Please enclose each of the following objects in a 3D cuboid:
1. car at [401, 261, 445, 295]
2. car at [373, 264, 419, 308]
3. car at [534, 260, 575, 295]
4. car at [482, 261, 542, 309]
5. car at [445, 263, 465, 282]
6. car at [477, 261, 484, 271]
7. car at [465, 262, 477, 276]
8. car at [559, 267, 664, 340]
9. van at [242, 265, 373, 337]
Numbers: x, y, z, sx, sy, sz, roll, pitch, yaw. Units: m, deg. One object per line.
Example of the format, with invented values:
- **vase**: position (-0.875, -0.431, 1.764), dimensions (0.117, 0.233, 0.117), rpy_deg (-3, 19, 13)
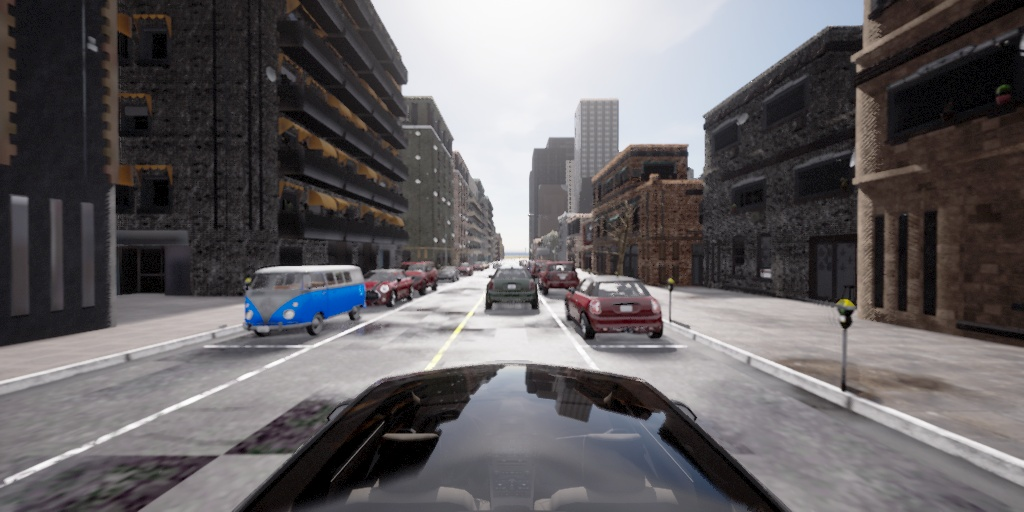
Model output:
- **car**: position (-5.700, 1.241, 21.127), dimensions (2.192, 1.841, 5.009), rpy_deg (0, 0, 0)
- **car**: position (-5.697, 1.317, 15.720), dimensions (1.967, 1.591, 4.097), rpy_deg (0, 0, 0)
- **car**: position (2.681, 1.241, 21.123), dimensions (2.192, 1.841, 5.009), rpy_deg (0, 0, 0)
- **car**: position (-0.003, 1.229, 15.914), dimensions (2.097, 1.767, 4.553), rpy_deg (0, -1, 0)
- **car**: position (-5.706, 1.575, 31.941), dimensions (2.007, 1.370, 4.403), rpy_deg (0, 0, 0)
- **car**: position (-5.718, 1.706, 58.975), dimensions (1.967, 1.591, 4.097), rpy_deg (0, 0, 0)
- **car**: position (-5.711, 1.562, 42.754), dimensions (1.967, 1.591, 4.097), rpy_deg (0, 0, 0)
- **car**: position (2.686, 1.268, 10.309), dimensions (1.967, 1.591, 4.097), rpy_deg (0, 0, 0)
- **van**: position (-5.695, 1.169, 10.313), dimensions (1.690, 1.789, 3.998), rpy_deg (0, 0, 0)
